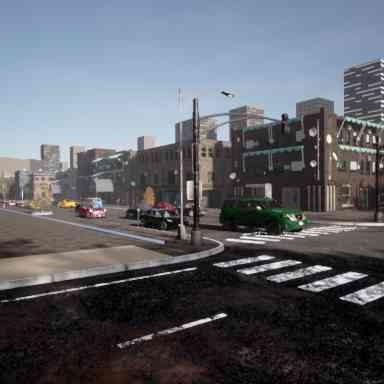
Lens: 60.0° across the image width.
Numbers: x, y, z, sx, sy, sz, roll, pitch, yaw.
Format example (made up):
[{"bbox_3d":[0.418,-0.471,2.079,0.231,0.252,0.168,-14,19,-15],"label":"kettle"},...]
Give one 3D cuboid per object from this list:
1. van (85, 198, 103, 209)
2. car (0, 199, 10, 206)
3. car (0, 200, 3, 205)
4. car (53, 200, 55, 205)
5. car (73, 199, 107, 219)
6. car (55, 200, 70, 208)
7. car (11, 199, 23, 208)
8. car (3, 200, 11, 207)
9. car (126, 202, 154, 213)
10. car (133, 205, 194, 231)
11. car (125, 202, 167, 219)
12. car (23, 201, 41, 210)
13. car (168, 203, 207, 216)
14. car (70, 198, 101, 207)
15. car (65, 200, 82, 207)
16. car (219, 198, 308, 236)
[{"bbox_3d":[-16.819,1.906,56.897,1.690,1.788,3.998,-1,0,-37],"label":"van"},{"bbox_3d":[-46.740,2.596,82.893,1.887,1.381,4.507,-1,0,-37],"label":"car"},{"bbox_3d":[-43.423,2.546,78.462,2.008,1.369,4.403,-1,0,-37],"label":"car"},{"bbox_3d":[-30.081,2.363,74.623,1.947,1.339,4.313,-1,0,-37],"label":"car"},{"bbox_3d":[-10.257,1.846,34.149,1.967,1.590,4.097,-2,0,-37],"label":"car"},{"bbox_3d":[-22.969,2.141,60.813,1.882,1.535,5.008,-1,0,-37],"label":"car"},{"bbox_3d":[-33.473,2.375,65.169,2.008,1.369,4.403,-1,0,-37],"label":"car"},{"bbox_3d":[-40.109,2.379,74.030,1.967,1.590,4.097,-1,0,-37],"label":"car"},{"bbox_3d":[-6.862,1.965,43.604,1.802,1.307,4.206,-2,0,-37],"label":"car"},{"bbox_3d":[-2.036,1.814,22.968,1.947,1.339,4.313,-2,0,-37],"label":"car"},{"bbox_3d":[-4.566,1.874,30.890,1.994,1.385,4.181,-1,0,-37],"label":"car"},{"bbox_3d":[-26.737,2.232,56.169,1.752,1.417,4.829,-1,0,-37],"label":"car"},{"bbox_3d":[-0.230,1.809,34.742,2.008,1.369,4.403,-2,0,-37],"label":"car"},{"bbox_3d":[-13.528,1.970,42.890,2.128,1.511,4.902,-1,0,-37],"label":"car"},{"bbox_3d":[-23.448,2.227,65.760,1.887,1.381,4.507,-1,0,-37],"label":"car"},{"bbox_3d":[4.015,1.357,19.717,2.150,2.045,5.566,-1,-1,-39],"label":"car"}]
